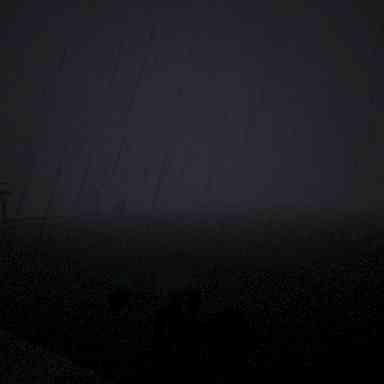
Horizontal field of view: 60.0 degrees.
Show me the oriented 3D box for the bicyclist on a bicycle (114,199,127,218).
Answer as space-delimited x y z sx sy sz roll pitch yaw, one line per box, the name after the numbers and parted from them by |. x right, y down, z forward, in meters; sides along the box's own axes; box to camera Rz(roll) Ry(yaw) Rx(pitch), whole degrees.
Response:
-6.453 1.429 30.595 1.656 1.620 0.582 33 16 27 | bicyclist on a bicycle

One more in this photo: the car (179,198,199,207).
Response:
0.319 1.887 59.913 1.882 1.535 5.008 -1 0 35 | car

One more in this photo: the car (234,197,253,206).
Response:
9.565 1.929 61.103 1.895 1.301 4.718 -1 0 35 | car

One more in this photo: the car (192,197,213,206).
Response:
2.148 1.930 68.649 1.882 1.535 5.008 -1 0 35 | car

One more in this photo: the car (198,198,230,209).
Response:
3.602 1.804 52.484 1.882 1.535 5.008 -1 0 35 | car

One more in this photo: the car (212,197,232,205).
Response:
6.241 1.888 68.398 1.882 1.535 5.008 -1 0 35 | car

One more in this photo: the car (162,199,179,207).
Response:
-3.528 2.015 60.513 1.994 1.385 4.181 -1 0 35 | car

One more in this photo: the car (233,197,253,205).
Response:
10.441 1.861 68.299 2.128 1.511 4.902 -1 0 35 | car
